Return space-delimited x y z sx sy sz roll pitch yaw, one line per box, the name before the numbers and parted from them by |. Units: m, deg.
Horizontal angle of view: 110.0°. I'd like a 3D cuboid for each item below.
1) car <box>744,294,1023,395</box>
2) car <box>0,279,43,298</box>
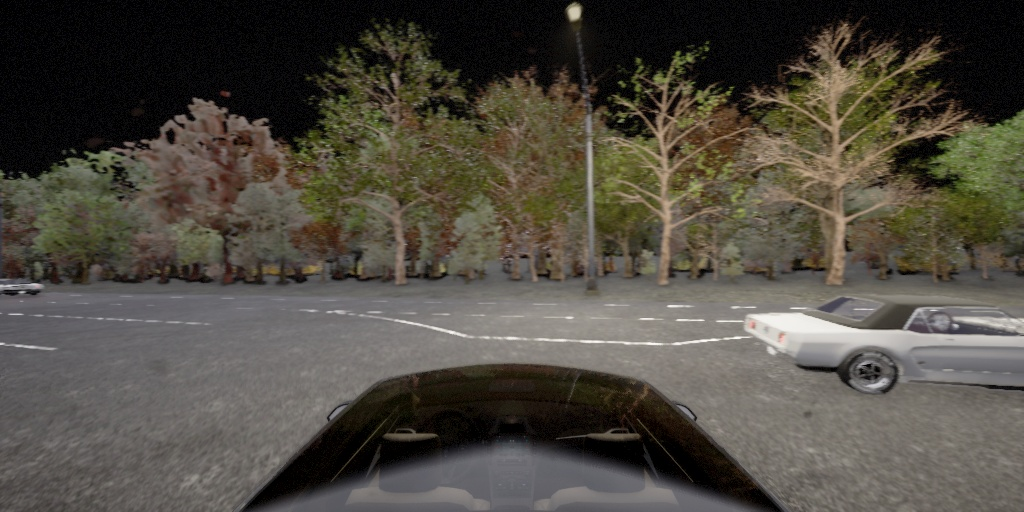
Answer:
car | 6.497 1.261 5.433 4.718 1.301 1.895 -1 -1 16
car | -36.454 2.301 25.819 4.718 1.301 1.895 -1 -1 17
